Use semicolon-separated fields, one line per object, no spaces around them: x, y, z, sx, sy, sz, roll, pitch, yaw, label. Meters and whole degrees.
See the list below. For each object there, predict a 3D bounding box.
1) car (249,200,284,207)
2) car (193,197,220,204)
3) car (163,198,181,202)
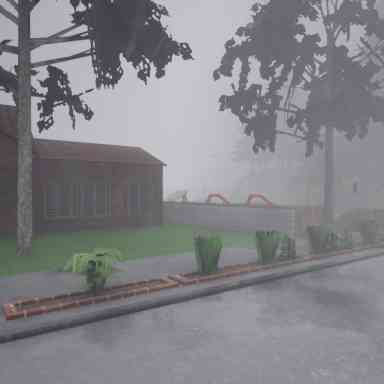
8.580;1.601;38.697;1.895;1.301;4.718;0;0;-36;car
2.349;1.547;54.453;2.033;1.411;5.357;0;0;-36;car
-3.677;1.600;55.998;1.895;1.301;4.718;0;0;-36;car
